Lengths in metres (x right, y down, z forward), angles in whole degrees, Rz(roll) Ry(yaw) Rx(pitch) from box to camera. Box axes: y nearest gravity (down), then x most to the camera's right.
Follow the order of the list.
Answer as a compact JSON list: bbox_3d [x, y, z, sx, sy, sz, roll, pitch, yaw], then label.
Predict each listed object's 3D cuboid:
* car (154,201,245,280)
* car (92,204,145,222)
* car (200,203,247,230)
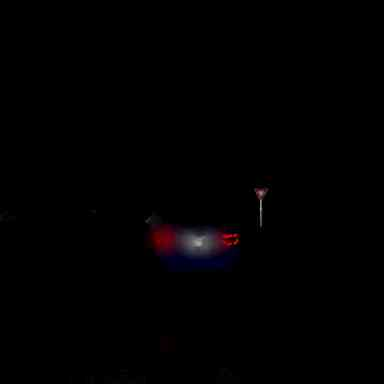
[{"bbox_3d":[0.141,1.270,10.259,2.150,2.045,5.566,0,0,1],"label":"car"},{"bbox_3d":[-6.035,1.686,27.537,4.181,1.385,1.994,0,0,3],"label":"car"},{"bbox_3d":[2.333,1.581,23.213,1.882,1.535,5.008,0,0,22],"label":"car"}]
